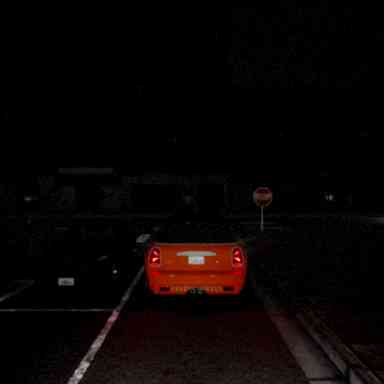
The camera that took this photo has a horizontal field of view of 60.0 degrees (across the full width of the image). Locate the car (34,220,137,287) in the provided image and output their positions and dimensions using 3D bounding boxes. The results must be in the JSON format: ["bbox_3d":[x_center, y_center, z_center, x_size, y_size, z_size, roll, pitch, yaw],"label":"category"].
[{"bbox_3d":[-2.648,1.497,9.163,1.947,1.339,4.313,0,0,0],"label":"car"}]

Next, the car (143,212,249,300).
[{"bbox_3d":[0.070,1.289,8.403,2.097,1.767,4.553,0,0,0],"label":"car"}]
